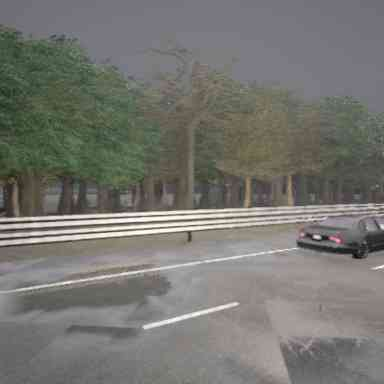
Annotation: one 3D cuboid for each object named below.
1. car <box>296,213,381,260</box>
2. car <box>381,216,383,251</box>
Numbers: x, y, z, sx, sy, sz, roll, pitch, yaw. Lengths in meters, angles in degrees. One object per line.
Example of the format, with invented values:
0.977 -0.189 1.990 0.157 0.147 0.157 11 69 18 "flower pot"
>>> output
6.197 1.515 12.302 5.357 1.411 2.033 0 1 -33 "car"
7.268 1.335 8.716 4.553 1.767 2.097 0 0 -34 "car"
